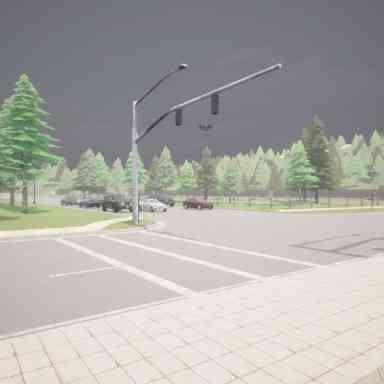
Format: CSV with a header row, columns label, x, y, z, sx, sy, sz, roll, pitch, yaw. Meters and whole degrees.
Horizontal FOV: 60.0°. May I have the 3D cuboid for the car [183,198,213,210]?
label,x,y,z,sx,sy,sz,roll,pitch,yaw
car,0.750,1.478,42.900,1.882,1.535,5.008,0,0,-35

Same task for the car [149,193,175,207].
label,x,y,z,sx,sy,sz,roll,pitch,yaw
car,-4.826,1.221,50.831,2.150,2.045,5.566,0,0,-35

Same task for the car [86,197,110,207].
label,x,y,z,sx,sy,sz,roll,pitch,yaw
car,-15.147,1.547,53.353,2.033,1.411,5.357,0,0,-35

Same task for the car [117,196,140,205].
label,x,y,z,sx,sy,sz,roll,pitch,yaw
car,-11.603,1.547,60.537,2.033,1.411,5.357,0,0,-34

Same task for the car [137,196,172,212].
label,x,y,z,sx,sy,sz,roll,pitch,yaw
car,-4.637,1.526,38.424,1.812,1.442,4.674,0,0,-35

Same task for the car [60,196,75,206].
label,x,y,z,sx,sy,sz,roll,pitch,yaw
car,-20.054,1.504,54.264,1.837,1.490,4.892,0,0,-35

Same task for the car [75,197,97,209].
label,x,y,z,sx,sy,sz,roll,pitch,yaw
car,-14.132,1.601,45.813,1.895,1.301,4.718,0,0,-35

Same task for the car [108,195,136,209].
label,x,y,z,sx,sy,sz,roll,pitch,yaw
car,-9.691,1.352,45.582,2.097,1.767,4.553,0,0,-35

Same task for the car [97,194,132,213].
label,x,y,z,sx,sy,sz,roll,pitch,yaw
car,-8.506,1.221,37.825,2.150,2.045,5.566,0,0,-36
